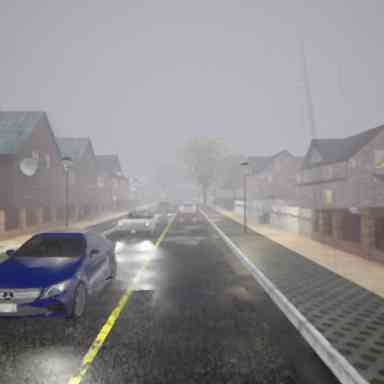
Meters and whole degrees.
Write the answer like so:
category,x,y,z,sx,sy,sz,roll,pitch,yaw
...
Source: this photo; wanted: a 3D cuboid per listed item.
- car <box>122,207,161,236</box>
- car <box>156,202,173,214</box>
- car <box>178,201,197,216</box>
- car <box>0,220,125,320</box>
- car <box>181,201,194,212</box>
category,x,y,z,sx,sy,sz,roll,pitch,yaw
car,-3.131,1.811,19.815,1.895,1.301,4.718,0,-1,-1
car,-3.480,1.942,41.926,1.812,1.442,4.674,0,-1,-1
car,-0.452,1.896,37.263,1.812,1.442,4.674,0,-1,-1
car,-2.953,1.609,7.598,1.812,1.442,4.674,0,-1,-1
car,-0.612,1.987,47.255,1.812,1.442,4.674,0,0,-1
